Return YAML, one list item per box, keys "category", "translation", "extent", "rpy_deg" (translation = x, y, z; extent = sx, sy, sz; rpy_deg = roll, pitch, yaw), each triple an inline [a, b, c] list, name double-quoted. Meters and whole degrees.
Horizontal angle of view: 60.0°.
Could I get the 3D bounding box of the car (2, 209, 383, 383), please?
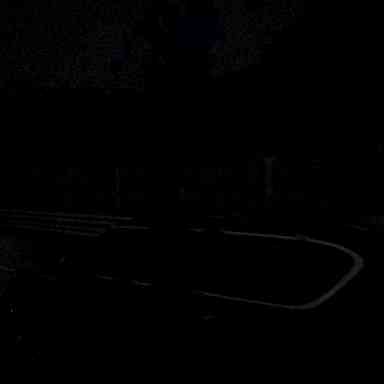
- category: "car"
  translation: [-0.034, 1.239, 4.017]
  extent: [5.566, 2.045, 2.150]
  rpy_deg: [-1, 0, 36]
